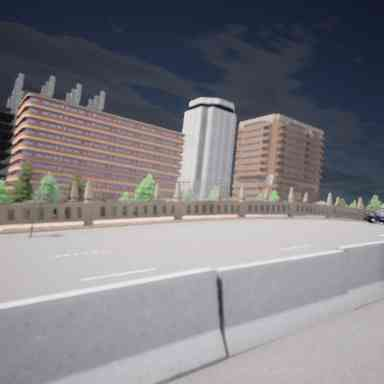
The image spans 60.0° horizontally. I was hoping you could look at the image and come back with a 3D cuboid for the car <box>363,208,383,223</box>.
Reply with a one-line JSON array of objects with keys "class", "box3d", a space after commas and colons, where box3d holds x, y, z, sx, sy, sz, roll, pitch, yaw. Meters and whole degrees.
[{"class": "car", "box3d": [16.939, 2.081, 28.523, 5.357, 1.411, 2.033, 5, -3, -34]}]
